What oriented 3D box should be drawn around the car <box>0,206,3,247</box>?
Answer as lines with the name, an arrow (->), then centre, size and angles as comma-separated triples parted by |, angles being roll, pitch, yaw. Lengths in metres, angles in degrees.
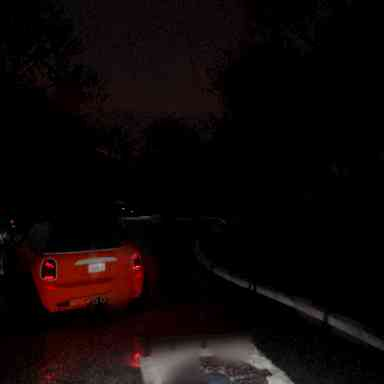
car -> -9.599, 1.309, 13.395 | 4.553, 1.767, 2.097 | 2, -1, -33

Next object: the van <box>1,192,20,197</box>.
van -> -28.197, 1.048, 49.710 | 4.442, 1.987, 1.878 | 1, 1, -38

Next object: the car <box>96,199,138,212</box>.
car -> -6.737, 1.368, 29.518 | 4.674, 1.442, 1.812 | 1, -1, 42

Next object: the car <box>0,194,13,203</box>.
car -> -33.202, 1.049, 56.369 | 4.792, 1.488, 2.163 | 1, 1, -38

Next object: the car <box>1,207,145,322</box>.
car -> -2.876, 1.351, 7.621 | 2.097, 1.767, 4.553 | 1, -1, -34
